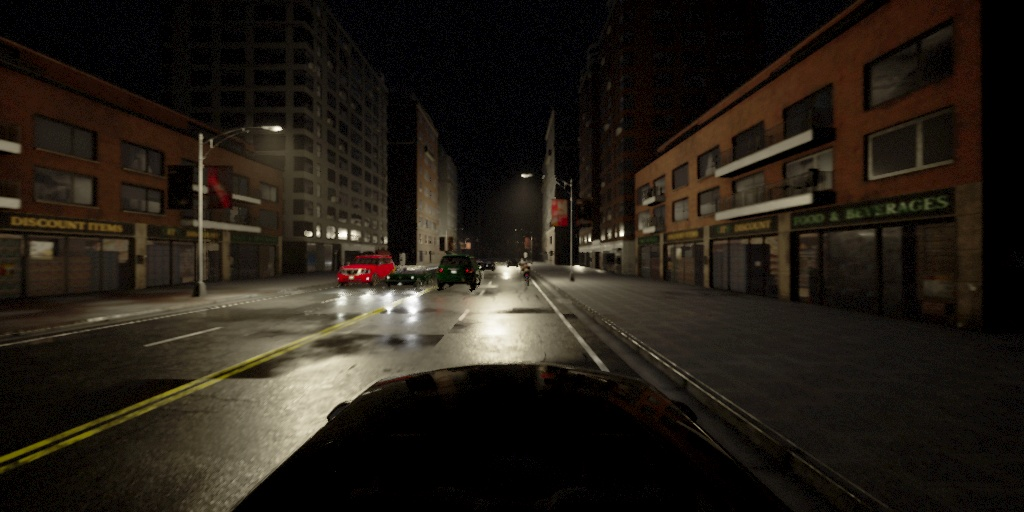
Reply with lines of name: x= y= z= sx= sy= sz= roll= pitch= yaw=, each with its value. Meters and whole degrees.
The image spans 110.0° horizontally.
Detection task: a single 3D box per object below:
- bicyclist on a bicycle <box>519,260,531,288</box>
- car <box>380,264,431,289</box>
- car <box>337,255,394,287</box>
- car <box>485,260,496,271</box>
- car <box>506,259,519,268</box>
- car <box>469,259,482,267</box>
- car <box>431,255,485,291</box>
bicyclist on a bicycle: x=0.905 y=1.193 z=21.905 sx=0.582 sy=1.620 sz=1.656 roll=0 pitch=0 yaw=0
car: x=-6.586 y=1.341 z=23.296 sx=1.895 sy=1.301 sz=4.718 roll=0 pitch=0 yaw=0
car: x=-9.835 y=0.962 z=24.738 sx=2.150 sy=2.045 sz=5.566 roll=0 pitch=0 yaw=0
car: x=-3.122 y=1.278 z=47.594 sx=2.033 sy=1.411 sz=5.357 roll=0 pitch=0 yaw=0
car: x=0.119 y=1.233 z=60.104 sx=1.837 sy=1.490 sz=4.892 roll=0 pitch=0 yaw=0
car: x=-6.483 y=1.252 z=64.331 sx=1.812 sy=1.442 sz=4.674 roll=0 pitch=0 yaw=1
car: x=-3.139 y=0.960 z=22.065 sx=2.150 sy=2.045 sz=5.566 roll=0 pitch=0 yaw=0
